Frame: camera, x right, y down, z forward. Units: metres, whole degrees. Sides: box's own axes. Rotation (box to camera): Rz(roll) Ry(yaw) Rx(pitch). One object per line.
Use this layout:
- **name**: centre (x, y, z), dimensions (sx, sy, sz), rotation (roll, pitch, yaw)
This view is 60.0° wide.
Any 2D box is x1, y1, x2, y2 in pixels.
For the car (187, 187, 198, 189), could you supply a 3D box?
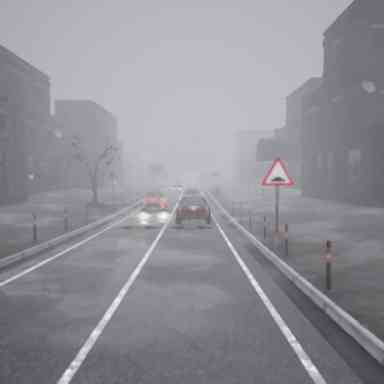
- **car**: centre (0.093, 0.126, 40.215), dimensions (1.837, 1.490, 4.892), rotation (0, 3, 0)

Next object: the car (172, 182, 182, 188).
- **car**: centre (-3.012, -1.449, 68.786), dimensions (1.994, 1.385, 4.181), rotation (0, 3, 0)

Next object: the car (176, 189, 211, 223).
- **car**: centre (0.096, 0.934, 21.564), dimensions (2.097, 1.767, 4.553), rotation (0, 2, 0)

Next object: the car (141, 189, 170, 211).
- **car**: centre (-3.101, 0.633, 28.580), dimensions (2.097, 1.767, 4.553), rotation (0, 3, 0)
